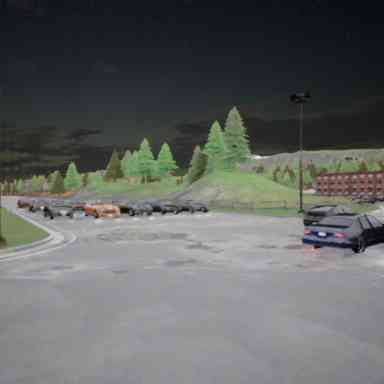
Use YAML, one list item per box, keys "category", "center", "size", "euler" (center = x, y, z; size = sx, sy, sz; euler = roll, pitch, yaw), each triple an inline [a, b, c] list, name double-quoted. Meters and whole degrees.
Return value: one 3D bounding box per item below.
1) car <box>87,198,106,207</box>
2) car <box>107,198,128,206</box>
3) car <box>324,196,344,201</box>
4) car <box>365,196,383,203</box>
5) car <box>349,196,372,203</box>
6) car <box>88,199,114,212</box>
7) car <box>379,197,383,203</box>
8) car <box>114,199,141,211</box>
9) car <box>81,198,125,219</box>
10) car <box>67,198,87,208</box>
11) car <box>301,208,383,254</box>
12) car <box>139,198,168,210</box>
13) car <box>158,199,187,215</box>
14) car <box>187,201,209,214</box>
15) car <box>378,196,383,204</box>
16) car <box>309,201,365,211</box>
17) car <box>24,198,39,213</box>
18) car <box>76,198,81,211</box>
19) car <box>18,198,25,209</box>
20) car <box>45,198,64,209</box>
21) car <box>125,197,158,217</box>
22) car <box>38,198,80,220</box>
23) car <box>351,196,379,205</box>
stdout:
- category: "car"
  center: [-15.844, 1.677, 55.044]
  size: [1.994, 1.385, 4.181]
  euler: [0, 0, -32]
- category: "car"
  center: [-12.753, 1.717, 56.740]
  size: [1.895, 1.301, 4.718]
  euler: [0, 0, -32]
- category: "car"
  center: [31.513, 1.613, 73.958]
  size: [1.882, 1.535, 5.008]
  euler: [0, 0, -18]
- category: "car"
  center: [39.412, 1.563, 71.057]
  size: [1.837, 1.490, 4.892]
  euler: [0, 0, -11]
- category: "car"
  center: [35.880, 1.626, 70.894]
  size: [1.994, 1.385, 4.181]
  euler: [0, 0, -14]
- category: "car"
  center: [-11.378, 1.612, 41.567]
  size: [1.812, 1.442, 4.674]
  euler: [0, 0, -33]
- category: "car"
  center: [42.860, 1.650, 71.656]
  size: [1.895, 1.301, 4.718]
  euler: [0, 0, -11]
- category: "car"
  center: [-8.500, 1.653, 43.585]
  size: [1.994, 1.385, 4.181]
  euler: [0, 0, -32]
- category: "car"
  center: [-8.132, 1.414, 30.071]
  size: [2.097, 1.767, 4.553]
  euler: [0, 0, -33]
- category: "car"
  center: [-18.003, 1.672, 51.901]
  size: [1.994, 1.385, 4.181]
  euler: [0, 0, -32]
- category: "car"
  center: [6.609, 1.573, 13.703]
  size: [5.357, 1.411, 2.033]
  euler: [0, 0, -41]
- category: "car"
  center: [-5.271, 1.569, 45.043]
  size: [1.882, 1.535, 5.008]
  euler: [0, 0, -33]
- category: "car"
  center: [-3.106, 1.618, 35.198]
  size: [2.033, 1.411, 5.357]
  euler: [0, 0, -33]
- category: "car"
  center: [0.083, 1.637, 36.718]
  size: [1.994, 1.385, 4.181]
  euler: [0, 0, -33]
- category: "car"
  center: [36.607, 1.607, 60.574]
  size: [1.837, 1.490, 4.892]
  euler: [0, 0, 3]
- category: "car"
  center: [8.569, 1.542, 20.262]
  size: [4.892, 1.490, 1.837]
  euler: [0, 0, -43]
- category: "car"
  center: [-17.379, 1.572, 37.962]
  size: [2.128, 1.511, 4.902]
  euler: [0, 0, -33]
- category: "car"
  center: [-13.345, 1.644, 38.171]
  size: [1.994, 1.385, 4.181]
  euler: [0, 0, -32]
- category: "car"
  center: [-24.164, 1.582, 48.541]
  size: [1.882, 1.535, 5.008]
  euler: [0, 0, -33]
- category: "car"
  center: [-20.409, 1.630, 49.162]
  size: [1.812, 1.442, 4.674]
  euler: [0, 0, -32]
- category: "car"
  center: [-5.567, 1.418, 32.555]
  size: [2.097, 1.767, 4.553]
  euler: [0, 0, -33]
- category: "car"
  center: [-11.764, 1.553, 29.245]
  size: [2.128, 1.511, 4.902]
  euler: [0, 0, -33]
- category: "car"
  center: [33.148, 1.615, 63.759]
  size: [1.837, 1.490, 4.892]
  euler: [0, 0, -4]
